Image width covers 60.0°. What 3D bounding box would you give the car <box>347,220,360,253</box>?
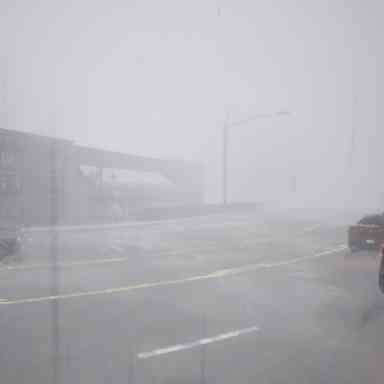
[{"bbox_3d":[7.911,1.569,13.311,1.882,1.535,5.008,0,0,44],"label":"car"}]

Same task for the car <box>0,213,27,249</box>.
[{"bbox_3d":[-9.656,1.702,14.542,4.181,1.385,1.994,0,0,-19],"label":"car"}]

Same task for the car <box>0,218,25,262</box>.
[{"bbox_3d":[-8.085,1.672,11.249,4.181,1.385,1.994,0,0,-20],"label":"car"}]

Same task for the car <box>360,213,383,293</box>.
[{"bbox_3d":[6.006,1.266,6.839,5.566,2.045,2.150,0,0,-36],"label":"car"}]
